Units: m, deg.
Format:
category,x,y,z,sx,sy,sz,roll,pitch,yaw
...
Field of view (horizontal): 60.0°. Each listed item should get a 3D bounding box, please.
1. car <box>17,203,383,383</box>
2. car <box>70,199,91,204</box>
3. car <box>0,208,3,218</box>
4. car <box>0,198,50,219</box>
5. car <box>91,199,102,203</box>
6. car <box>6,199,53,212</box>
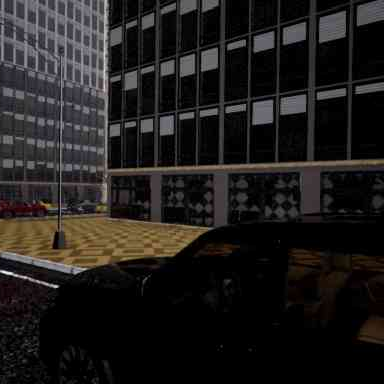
category,x,y,z,sx,sy,sz,roll,pitch,yaw
car,0.950,1.221,3.007,5.566,2.045,2.150,0,0,35
car,-14.061,1.714,43.688,1.837,1.490,4.892,1,0,37
car,-7.360,1.347,8.958,4.553,1.767,2.097,0,0,36
car,-16.206,1.517,31.099,2.192,1.841,5.009,1,0,37
car,-9.383,1.828,40.292,1.752,1.417,4.829,1,0,37
car,-19.678,1.640,40.484,1.752,1.417,4.829,1,0,37
